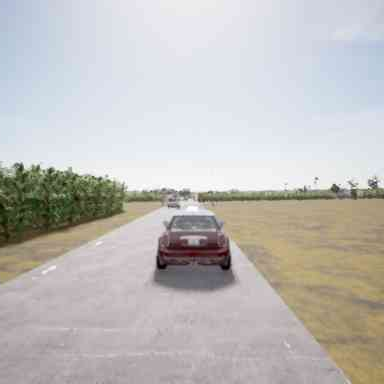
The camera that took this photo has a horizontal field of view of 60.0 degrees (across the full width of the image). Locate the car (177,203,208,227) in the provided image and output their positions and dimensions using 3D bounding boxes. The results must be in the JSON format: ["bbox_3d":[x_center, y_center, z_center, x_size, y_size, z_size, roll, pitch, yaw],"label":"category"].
[{"bbox_3d":[0.053,1.580,24.310,2.033,1.411,5.357,0,0,1],"label":"car"}]

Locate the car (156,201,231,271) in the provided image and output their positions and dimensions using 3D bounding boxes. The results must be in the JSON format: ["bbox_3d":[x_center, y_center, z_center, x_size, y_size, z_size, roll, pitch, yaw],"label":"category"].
[{"bbox_3d":[0.062,1.361,11.127,2.097,1.767,4.553,0,0,0],"label":"car"}]
